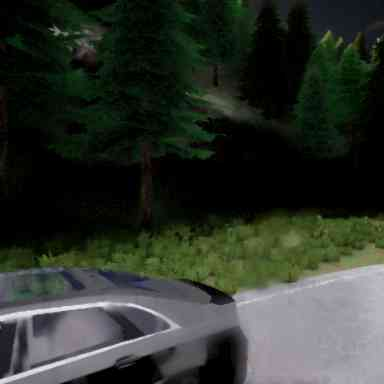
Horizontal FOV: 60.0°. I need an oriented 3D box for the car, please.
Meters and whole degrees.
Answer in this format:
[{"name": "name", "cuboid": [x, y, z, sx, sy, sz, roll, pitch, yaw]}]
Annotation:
[{"name": "car", "cuboid": [-1.729, 1.487, 2.594, 4.902, 1.511, 2.128, 0, 0, -34]}]
